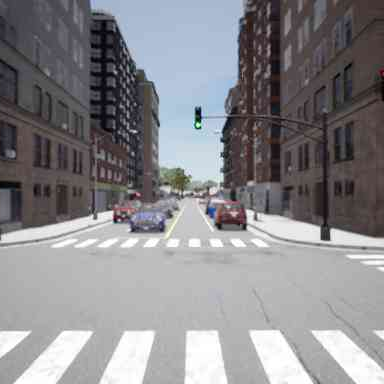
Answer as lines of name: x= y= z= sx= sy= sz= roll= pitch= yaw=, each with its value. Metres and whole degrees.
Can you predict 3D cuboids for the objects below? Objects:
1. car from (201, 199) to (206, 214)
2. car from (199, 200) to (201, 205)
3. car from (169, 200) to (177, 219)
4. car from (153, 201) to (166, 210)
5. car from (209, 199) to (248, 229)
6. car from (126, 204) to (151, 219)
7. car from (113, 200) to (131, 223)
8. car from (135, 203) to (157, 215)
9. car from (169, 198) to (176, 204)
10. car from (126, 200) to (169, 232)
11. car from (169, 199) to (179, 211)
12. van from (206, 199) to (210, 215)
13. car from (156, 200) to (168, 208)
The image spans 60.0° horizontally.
car: x=2.626 y=1.774 z=40.031 sx=2.192 sy=1.841 sz=5.009 roll=0 pitch=-1 yaw=0
car: x=2.521 y=2.489 z=84.226 sx=1.752 sy=1.417 sz=4.829 roll=0 pitch=-1 yaw=0
car: x=-2.895 y=1.898 z=34.138 sx=1.837 sy=1.490 sz=4.892 roll=0 pitch=-1 yaw=0
car: x=-5.495 y=2.192 z=56.524 sx=1.887 sy=1.381 sz=4.507 roll=0 pitch=-1 yaw=0
car: x=2.665 y=1.586 z=23.520 sx=2.192 sy=1.841 sz=5.009 roll=0 pitch=-1 yaw=0
car: x=-5.469 y=1.962 z=34.510 sx=1.947 sy=1.339 sz=4.313 roll=0 pitch=-1 yaw=0
car: x=-5.463 y=1.649 z=29.010 sx=2.192 sy=1.841 sz=5.009 roll=0 pitch=-1 yaw=0
car: x=-5.475 y=2.010 z=40.014 sx=2.008 sy=1.369 sz=4.403 roll=0 pitch=-1 yaw=0
car: x=-5.540 y=2.527 z=95.049 sx=1.967 sy=1.590 sz=4.097 roll=0 pitch=-1 yaw=0
car: x=-2.826 y=1.608 z=22.197 sx=2.097 sy=1.767 sz=4.553 roll=0 pitch=-1 yaw=-2
car: x=-2.899 y=2.124 z=48.934 sx=1.994 sy=1.385 sz=4.181 roll=0 pitch=-1 yaw=0
van: x=2.639 y=1.738 z=34.527 sx=1.690 sy=1.788 sz=3.998 roll=0 pitch=-1 yaw=0
car: x=-5.501 y=2.255 z=62.028 sx=1.887 sy=1.381 sz=4.507 roll=0 pitch=-1 yaw=0
